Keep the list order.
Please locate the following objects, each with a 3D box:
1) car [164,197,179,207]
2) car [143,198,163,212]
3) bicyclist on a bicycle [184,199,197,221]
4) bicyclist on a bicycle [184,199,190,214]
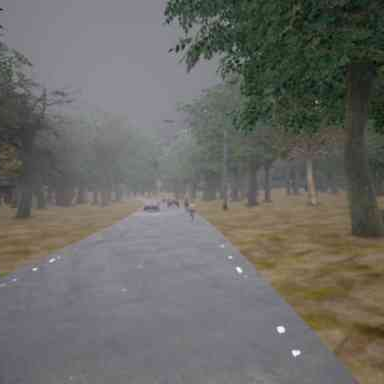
[{"bbox_3d":[-3.210,1.670,55.960,1.837,1.490,4.892,0,0,-6],"label":"car"},{"bbox_3d":[-4.818,1.586,40.054,1.882,1.535,5.008,0,0,-5],"label":"car"},{"bbox_3d":[0.032,1.509,26.809,0.866,1.612,1.509,0,1,-3],"label":"bicyclist on a bicycle"},{"bbox_3d":[-0.599,1.554,36.459,0.582,1.620,1.656,0,-1,-4],"label":"bicyclist on a bicycle"}]
